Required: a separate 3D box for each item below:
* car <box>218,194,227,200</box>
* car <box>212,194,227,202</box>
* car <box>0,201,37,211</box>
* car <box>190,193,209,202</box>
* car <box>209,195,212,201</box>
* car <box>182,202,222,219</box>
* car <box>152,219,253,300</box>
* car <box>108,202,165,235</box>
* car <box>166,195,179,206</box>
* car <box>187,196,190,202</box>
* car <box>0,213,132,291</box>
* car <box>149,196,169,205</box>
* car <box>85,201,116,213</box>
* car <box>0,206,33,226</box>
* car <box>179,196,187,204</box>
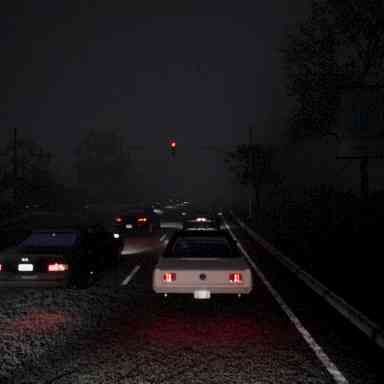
[{"bbox_3d":[7.935,1.333,86.342,1.882,1.535,5.008,0,0,11],"label":"car"},{"bbox_3d":[6.277,1.536,76.636,1.994,1.385,4.181,0,0,9],"label":"car"},{"bbox_3d":[-19.098,1.596,35.370,4.718,1.301,1.895,0,0,6],"label":"car"},{"bbox_3d":[1.623,1.211,68.499,2.150,2.045,5.566,0,0,8],"label":"car"},{"bbox_3d":[4.425,1.512,86.593,2.128,1.511,4.902,0,0,11],"label":"car"},{"bbox_3d":[0.513,1.502,17.580,1.837,1.490,4.892,0,0,2],"label":"car"},{"bbox_3d":[0.228,1.600,8.355,1.895,1.301,4.718,0,0,1],"label":"car"},{"bbox_3d":[-2.949,1.523,18.693,1.812,1.442,4.674,0,0,4],"label":"car"},{"bbox_3d":[-3.918,1.344,54.101,2.097,1.767,4.553,0,0,7],"label":"car"},{"bbox_3d":[-1.379,1.542,72.976,1.994,1.385,4.181,0,0,8],"label":"car"},{"bbox_3d":[-3.261,1.546,9.115,2.033,1.411,5.357,0,0,1],"label":"car"},{"bbox_3d":[-4.853,1.594,45.180,1.895,1.301,4.718,0,0,5],"label":"car"},{"bbox_3d":[-8.726,1.596,35.395,4.718,1.301,1.895,0,0,-5],"label":"car"},{"bbox_3d":[-10.478,1.598,17.311,1.895,1.301,4.718,0,0,-1],"label":"car"},{"bbox_3d":[-2.808,1.495,63.019,1.837,1.490,4.892,0,0,8],"label":"car"}]
